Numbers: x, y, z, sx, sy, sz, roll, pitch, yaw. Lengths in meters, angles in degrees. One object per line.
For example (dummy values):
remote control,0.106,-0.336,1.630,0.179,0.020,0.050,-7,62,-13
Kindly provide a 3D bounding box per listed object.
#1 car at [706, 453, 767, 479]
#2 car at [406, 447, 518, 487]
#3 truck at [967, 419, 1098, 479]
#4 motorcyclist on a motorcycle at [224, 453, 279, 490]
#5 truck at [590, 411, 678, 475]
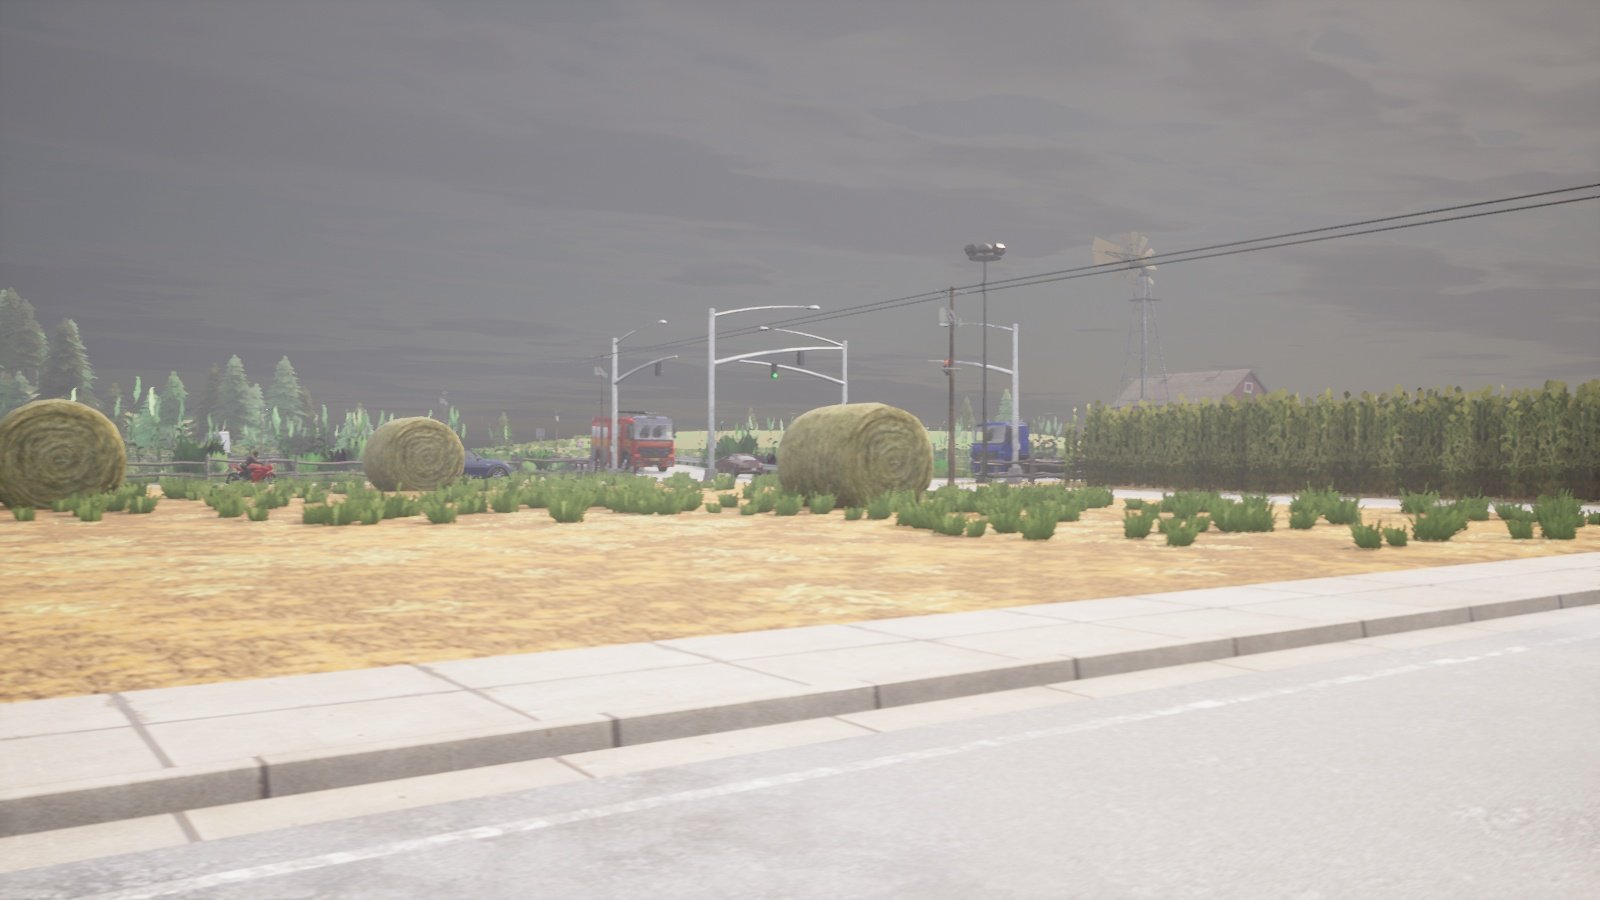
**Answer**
car,-3.906,0.939,76.367,1.812,1.442,4.674,0,1,-30
car,-15.458,0.769,57.425,4.553,1.767,2.097,0,0,-31
truck,14.032,-0.055,75.430,7.936,3.462,2.891,0,0,-34
motorcyclist on a motorcycle,-23.076,0.897,52.844,2.044,1.523,0.797,0,0,-31
truck,-10.959,-0.572,81.924,2.891,3.827,8.468,0,2,-28
